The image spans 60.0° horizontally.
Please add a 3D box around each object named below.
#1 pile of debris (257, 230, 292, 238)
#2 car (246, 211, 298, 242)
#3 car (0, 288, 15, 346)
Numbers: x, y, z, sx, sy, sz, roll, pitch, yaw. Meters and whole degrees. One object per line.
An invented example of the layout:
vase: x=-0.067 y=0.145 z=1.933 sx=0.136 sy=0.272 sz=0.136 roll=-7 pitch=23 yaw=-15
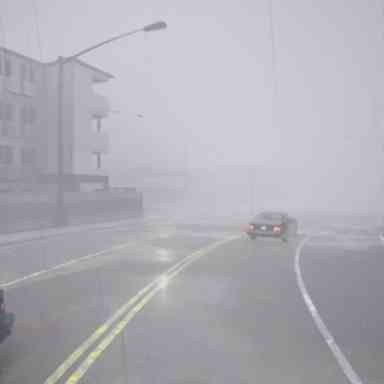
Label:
pile of debris: x=4.634 y=2.343 z=18.623 sx=1.500 sy=0.140 sz=1.860 roll=1 pitch=0 yaw=27
car: x=4.350 y=1.705 z=17.546 sx=2.033 sy=1.411 sz=5.357 roll=1 pitch=0 yaw=25
car: x=-3.423 y=1.536 z=2.095 sx=2.033 sy=1.411 sz=5.357 roll=0 pitch=0 yaw=4
